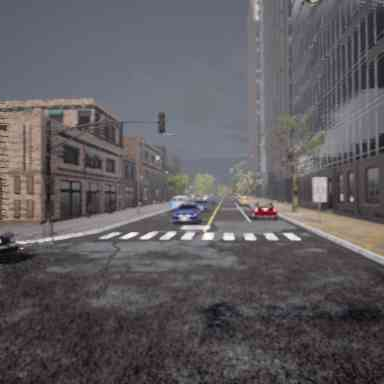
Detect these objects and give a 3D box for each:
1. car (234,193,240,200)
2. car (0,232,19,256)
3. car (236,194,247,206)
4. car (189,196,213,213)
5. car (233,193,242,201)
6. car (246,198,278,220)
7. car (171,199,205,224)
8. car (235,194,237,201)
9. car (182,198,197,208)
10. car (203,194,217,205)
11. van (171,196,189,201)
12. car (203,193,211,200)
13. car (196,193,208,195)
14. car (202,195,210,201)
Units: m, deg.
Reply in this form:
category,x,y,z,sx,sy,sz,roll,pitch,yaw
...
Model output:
category,x,y,z,sx,sy,sz,roll,pitch,yaw
car,10.339,1.496,71.276,1.887,1.381,4.507,0,0,6
car,-8.509,1.709,10.992,5.357,1.411,2.033,-2,-1,14
car,8.650,1.481,54.929,1.752,1.417,4.829,0,0,6
car,1.009,1.541,37.358,1.812,1.442,4.674,-1,0,6
car,12.046,1.262,87.793,2.192,1.841,5.009,0,0,6
car,5.789,1.403,27.231,1.967,1.590,4.097,0,0,6
car,-0.288,1.545,24.866,1.812,1.442,4.674,-1,0,6
car,9.219,1.479,60.434,1.752,1.417,4.829,0,0,6
car,-0.271,1.619,50.128,1.802,1.307,4.206,0,0,6
car,3.286,1.574,58.560,1.994,1.385,4.181,-1,0,6
van,-1.407,1.381,39.117,1.690,1.788,3.998,0,0,6
car,4.281,1.340,94.169,2.192,1.841,5.009,0,0,6
car,1.437,1.348,66.643,2.192,1.841,5.009,0,0,6
car,3.693,1.552,88.495,1.752,1.417,4.829,0,0,6
